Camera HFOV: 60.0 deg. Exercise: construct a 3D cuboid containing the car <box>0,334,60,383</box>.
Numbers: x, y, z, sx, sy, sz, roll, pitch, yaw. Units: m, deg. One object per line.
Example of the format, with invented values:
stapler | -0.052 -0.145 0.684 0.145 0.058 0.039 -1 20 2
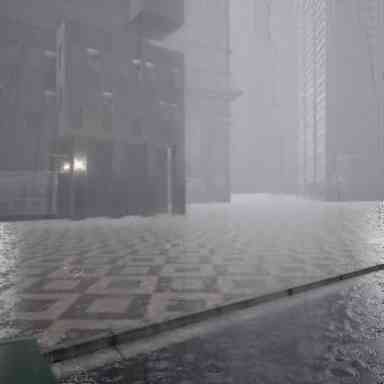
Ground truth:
car | -2.946 1.600 1.261 4.718 1.301 1.895 0 0 -35
